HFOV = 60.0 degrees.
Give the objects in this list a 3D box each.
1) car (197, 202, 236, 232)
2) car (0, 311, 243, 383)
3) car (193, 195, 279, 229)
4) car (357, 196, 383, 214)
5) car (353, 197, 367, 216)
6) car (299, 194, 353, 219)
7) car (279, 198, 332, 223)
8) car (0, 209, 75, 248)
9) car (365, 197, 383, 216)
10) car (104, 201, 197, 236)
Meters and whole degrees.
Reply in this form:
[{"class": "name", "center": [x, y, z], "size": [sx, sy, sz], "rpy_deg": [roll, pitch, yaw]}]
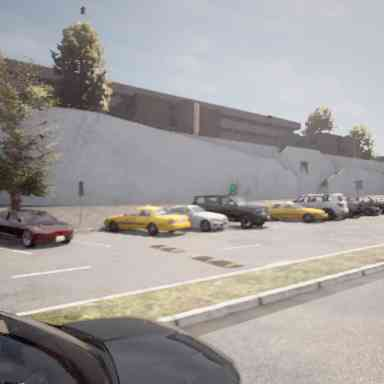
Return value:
[{"class": "car", "center": [-0.044, 1.532, 20.227], "size": [4.674, 1.452, 2.002], "rpy_deg": [-1, -1, 34]}, {"class": "car", "center": [-1.768, 1.505, 1.872], "size": [4.892, 1.490, 1.837], "rpy_deg": [0, 0, -36]}, {"class": "car", "center": [2.430, 1.236, 21.957], "size": [5.566, 2.045, 2.435], "rpy_deg": [-1, -1, 35]}, {"class": "car", "center": [17.052, 1.213, 32.443], "size": [4.553, 1.767, 2.185], "rpy_deg": [-1, -1, 35]}, {"class": "car", "center": [12.160, 1.436, 28.949], "size": [4.792, 1.488, 2.163], "rpy_deg": [-1, 0, 35]}, {"class": "car", "center": [9.714, 1.183, 27.210], "size": [5.566, 2.045, 2.435], "rpy_deg": [-1, 0, 35]}, {"class": "car", "center": [7.448, 1.450, 25.349], "size": [5.366, 1.575, 1.946], "rpy_deg": [-1, -1, 34]}, {"class": "car", "center": [-7.354, 1.523, 14.982], "size": [4.792, 1.488, 2.163], "rpy_deg": [-1, -1, 34]}, {"class": "car", "center": [14.637, 1.418, 30.686], "size": [4.674, 1.452, 2.002], "rpy_deg": [-1, -1, 35]}, {"class": "car", "center": [-2.644, 1.495, 18.580], "size": [5.366, 1.575, 1.946], "rpy_deg": [-1, 0, 35]}]
